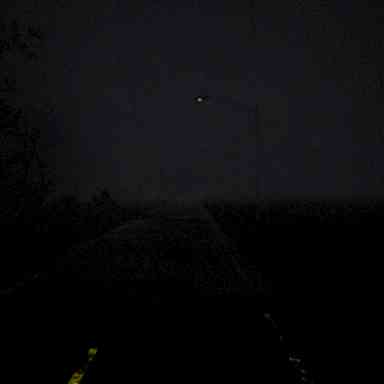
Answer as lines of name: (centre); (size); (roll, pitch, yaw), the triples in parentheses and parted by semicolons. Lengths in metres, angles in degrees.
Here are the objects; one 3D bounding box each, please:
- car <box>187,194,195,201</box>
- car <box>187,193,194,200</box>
car: (-0.289, 1.294, 76.530); (1.882, 1.535, 5.008); (0, 0, 0)
car: (-0.329, 1.156, 86.952); (1.882, 1.535, 5.008); (0, 0, 0)
